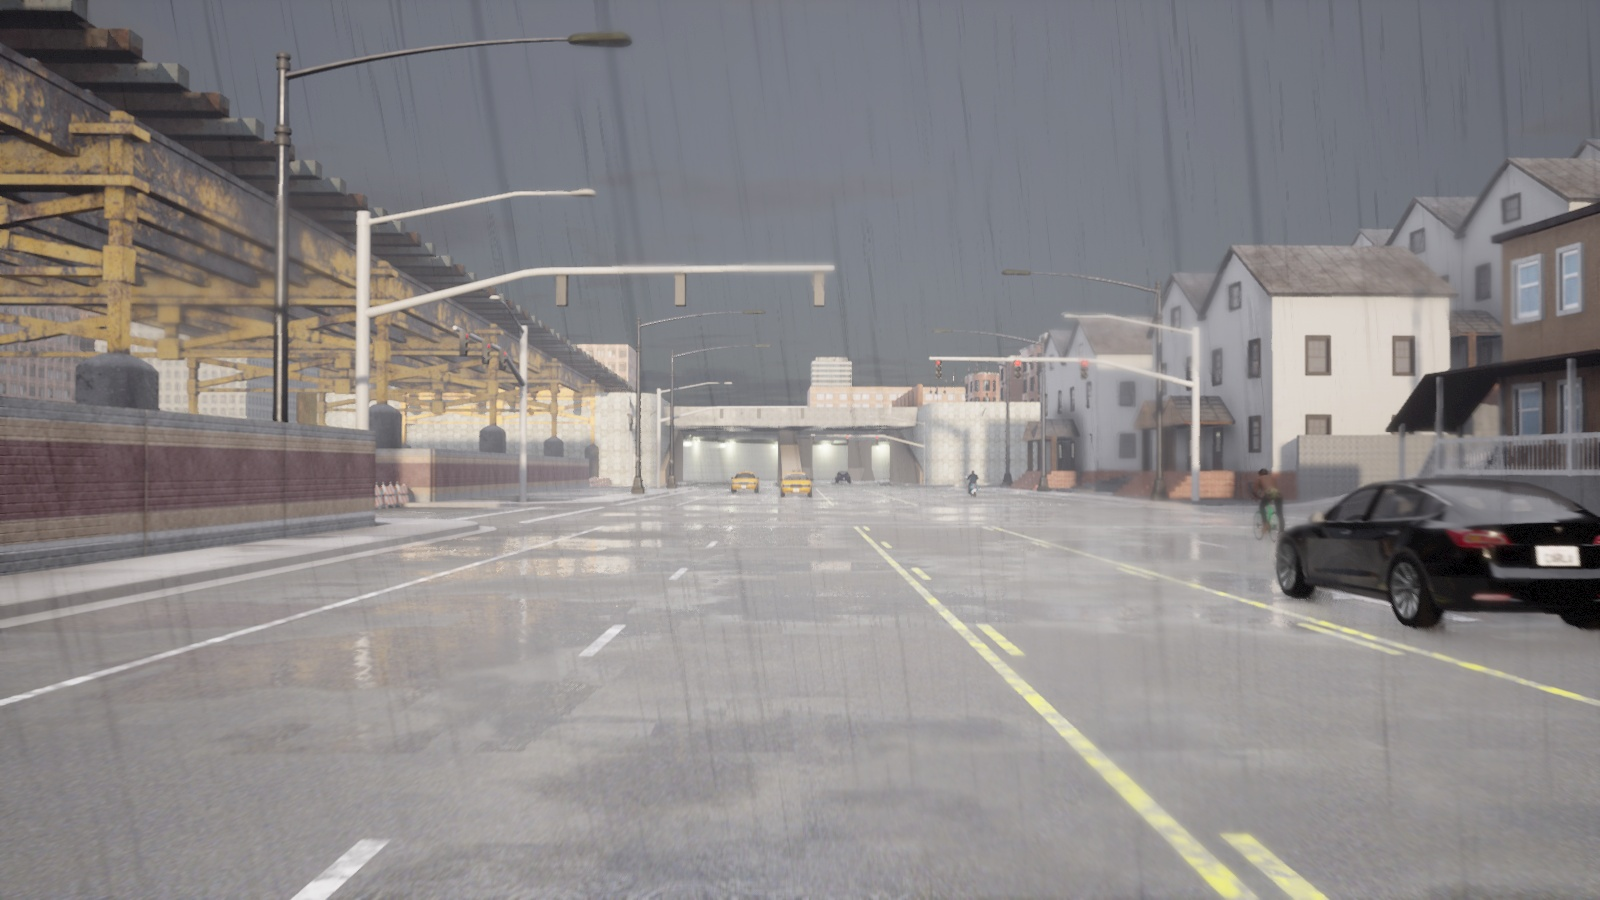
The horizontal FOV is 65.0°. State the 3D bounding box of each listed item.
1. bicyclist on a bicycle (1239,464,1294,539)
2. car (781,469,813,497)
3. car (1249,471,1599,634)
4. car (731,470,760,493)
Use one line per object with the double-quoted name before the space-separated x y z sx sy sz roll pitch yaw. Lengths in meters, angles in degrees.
"bicyclist on a bicycle" 10.384 1.137 28.000 0.582 1.620 1.656 0 -1 1
"car" -0.194 1.907 73.133 1.801 1.575 5.366 0 -1 0
"car" 6.961 0.987 14.003 2.163 1.488 4.792 0 -1 0
"car" -3.728 2.139 86.327 1.801 1.575 5.366 0 -1 0
